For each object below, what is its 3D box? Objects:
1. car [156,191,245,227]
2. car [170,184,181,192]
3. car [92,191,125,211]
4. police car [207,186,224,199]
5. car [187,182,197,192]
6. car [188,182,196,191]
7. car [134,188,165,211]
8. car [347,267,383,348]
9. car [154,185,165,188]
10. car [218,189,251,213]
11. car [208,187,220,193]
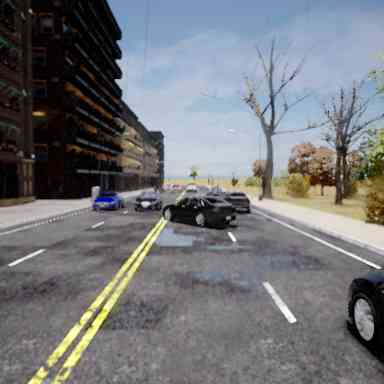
[{"bbox_3d":[0.272,0.941,17.921,1.837,1.490,4.892,-2,3,-38],"label":"car"},{"bbox_3d":[-3.249,-0.794,67.985,2.097,1.767,4.553,0,2,0],"label":"car"},{"bbox_3d":[-6.594,0.684,26.765,1.812,1.442,4.674,0,2,0],"label":"car"},{"bbox_3d":[3.252,0.028,47.062,2.038,1.542,4.974,0,2,0],"label":"police car"},{"bbox_3d":[0.003,-1.062,72.918,2.150,2.045,5.566,0,2,0],"label":"car"},{"bbox_3d":[0.004,-1.398,83.520,2.150,2.045,5.566,0,2,0],"label":"car"},{"bbox_3d":[-3.343,0.663,26.362,2.128,1.511,4.902,0,2,0],"label":"car"},{"bbox_3d":[3.250,1.403,3.080,1.837,1.490,4.892,0,2,0],"label":"car"},{"bbox_3d":[-6.498,-0.683,67.892,1.837,1.490,4.892,0,2,0],"label":"car"},{"bbox_3d":[3.251,0.716,25.070,1.837,1.490,4.892,0,2,0],"label":"car"},{"bbox_3d":[3.251,0.359,36.065,2.128,1.511,4.902,0,2,0],"label":"car"}]
